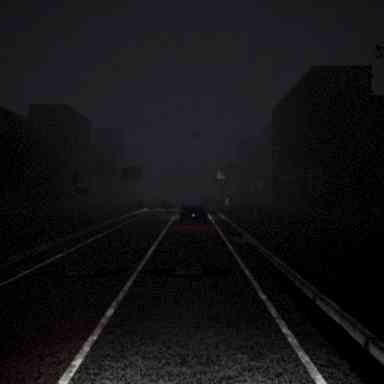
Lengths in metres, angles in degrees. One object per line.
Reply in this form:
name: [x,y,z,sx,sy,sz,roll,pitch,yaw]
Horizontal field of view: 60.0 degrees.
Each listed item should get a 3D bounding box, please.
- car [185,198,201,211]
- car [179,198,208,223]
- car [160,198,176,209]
car: [0.093,1.456,41.065,1.812,1.442,4.674,0,0,0]
car: [0.093,1.316,23.802,1.882,1.535,5.008,0,0,0]
car: [-3.094,1.485,43.974,1.812,1.442,4.674,0,-1,0]
